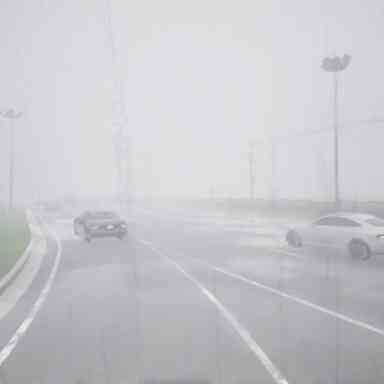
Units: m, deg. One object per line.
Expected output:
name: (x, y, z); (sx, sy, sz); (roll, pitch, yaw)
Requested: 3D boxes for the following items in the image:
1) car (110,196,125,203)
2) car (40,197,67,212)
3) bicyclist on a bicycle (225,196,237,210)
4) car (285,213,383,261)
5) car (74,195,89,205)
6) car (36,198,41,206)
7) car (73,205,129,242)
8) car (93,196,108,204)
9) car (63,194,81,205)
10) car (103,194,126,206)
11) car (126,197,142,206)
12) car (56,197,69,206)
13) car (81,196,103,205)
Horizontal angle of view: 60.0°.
car: (-15.114, 1.487, 67.471); (1.837, 1.490, 4.892); (0, 0, -27)
car: (-17.101, 1.698, 40.883); (2.033, 1.411, 5.357); (0, 0, -27)
bicyclist on a bicycle: (4.473, 1.272, 38.178); (1.656, 1.620, 0.582); (-1, 0, -27)
car: (5.498, 1.482, 12.121); (1.812, 1.442, 4.674); (0, 0, -27)
car: (-21.329, 1.559, 64.250); (2.097, 1.767, 4.553); (0, 0, -27)
car: (-27.582, 1.805, 61.107); (1.994, 1.385, 4.181); (0, 0, -27)
car: (-4.743, 1.590, 16.798); (2.033, 1.411, 5.357); (0, 0, -27)
car: (-18.227, 1.636, 65.874); (1.837, 1.490, 4.892); (0, 0, -27)
car: (-19.718, 1.397, 53.435); (2.150, 2.045, 5.566); (0, 0, -27)
car: (-13.489, 1.346, 56.628); (2.150, 2.045, 5.566); (0, 0, -27)
car: (-10.358, 1.646, 58.199); (2.033, 1.411, 5.357); (0, 0, -27)
car: (-24.455, 1.750, 62.680); (1.812, 1.442, 4.674); (0, 0, -27)
car: (-16.588, 1.627, 55.005); (1.882, 1.535, 5.008); (0, 0, -27)
